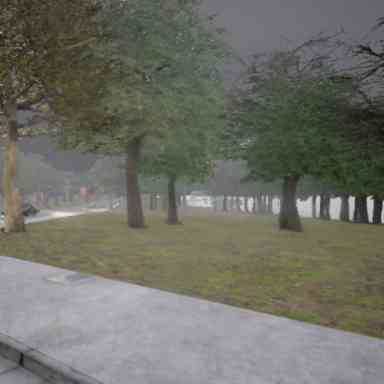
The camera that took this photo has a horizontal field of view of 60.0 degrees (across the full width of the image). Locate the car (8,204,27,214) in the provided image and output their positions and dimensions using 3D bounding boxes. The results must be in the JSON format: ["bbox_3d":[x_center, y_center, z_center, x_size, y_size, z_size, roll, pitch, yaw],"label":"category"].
[{"bbox_3d":[-37.958,3.701,72.471,2.150,2.045,5.566,0,-2,-10],"label":"car"}]

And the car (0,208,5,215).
[{"bbox_3d":[-32.166,3.392,57.739,1.994,1.385,4.181,0,-2,-10],"label":"car"}]

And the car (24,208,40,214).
[{"bbox_3d":[-34.607,4.037,72.161,1.895,1.301,4.718,0,-2,-10],"label":"car"}]

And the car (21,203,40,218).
[{"bbox_3d":[-23.780,2.589,47.174,2.150,2.045,5.566,0,-2,-10],"label":"car"}]
